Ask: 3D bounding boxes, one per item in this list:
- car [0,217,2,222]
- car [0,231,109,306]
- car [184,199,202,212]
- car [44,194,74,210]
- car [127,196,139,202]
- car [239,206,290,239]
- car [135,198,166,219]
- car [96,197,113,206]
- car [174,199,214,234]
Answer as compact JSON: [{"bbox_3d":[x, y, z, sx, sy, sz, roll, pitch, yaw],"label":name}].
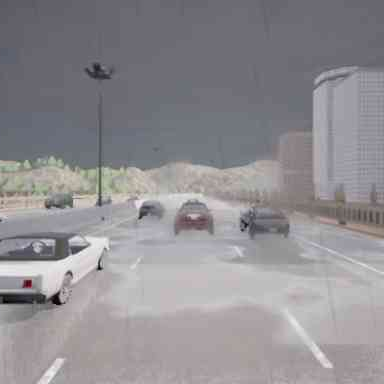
[{"bbox_3d":[-10.591,1.491,14.979,1.837,1.490,4.892,0,0,0],"label":"car"},{"bbox_3d":[-3.403,1.592,7.963,1.895,1.301,4.718,0,0,0],"label":"car"},{"bbox_3d":[0.116,1.551,40.318,2.033,1.411,5.357,0,0,0],"label":"car"},{"bbox_3d":[-17.531,1.232,44.307,2.150,2.045,5.566,0,0,0],"label":"car"},{"bbox_3d":[-10.477,1.579,60.039,1.837,1.490,4.892,0,0,0],"label":"car"},{"bbox_3d":[3.606,1.479,17.164,2.128,1.511,4.902,0,0,0],"label":"car"},{"bbox_3d":[-3.389,1.495,28.724,1.837,1.490,4.892,0,0,0],"label":"car"},{"bbox_3d":[-13.991,1.547,53.603,1.812,1.442,4.674,0,0,0],"label":"car"},{"bbox_3d":[0.107,1.339,19.161,2.097,1.767,4.553,0,0,0],"label":"car"}]
